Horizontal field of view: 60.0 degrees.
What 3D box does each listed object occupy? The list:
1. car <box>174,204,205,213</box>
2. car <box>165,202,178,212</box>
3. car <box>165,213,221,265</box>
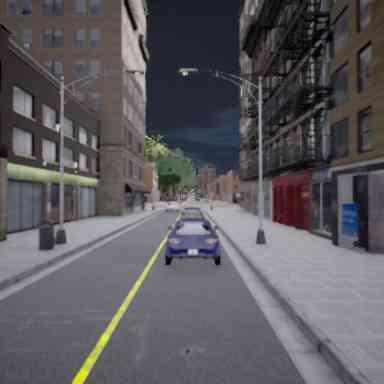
[{"bbox_3d":[0.017,1.864,25.212,2.033,1.411,5.357,0,-1,1],"label":"car"},{"bbox_3d":[-2.816,2.148,48.494,1.812,1.442,4.674,0,-1,0],"label":"car"},{"bbox_3d":[0.041,1.679,12.223,1.812,1.442,4.674,0,-1,0],"label":"car"}]
